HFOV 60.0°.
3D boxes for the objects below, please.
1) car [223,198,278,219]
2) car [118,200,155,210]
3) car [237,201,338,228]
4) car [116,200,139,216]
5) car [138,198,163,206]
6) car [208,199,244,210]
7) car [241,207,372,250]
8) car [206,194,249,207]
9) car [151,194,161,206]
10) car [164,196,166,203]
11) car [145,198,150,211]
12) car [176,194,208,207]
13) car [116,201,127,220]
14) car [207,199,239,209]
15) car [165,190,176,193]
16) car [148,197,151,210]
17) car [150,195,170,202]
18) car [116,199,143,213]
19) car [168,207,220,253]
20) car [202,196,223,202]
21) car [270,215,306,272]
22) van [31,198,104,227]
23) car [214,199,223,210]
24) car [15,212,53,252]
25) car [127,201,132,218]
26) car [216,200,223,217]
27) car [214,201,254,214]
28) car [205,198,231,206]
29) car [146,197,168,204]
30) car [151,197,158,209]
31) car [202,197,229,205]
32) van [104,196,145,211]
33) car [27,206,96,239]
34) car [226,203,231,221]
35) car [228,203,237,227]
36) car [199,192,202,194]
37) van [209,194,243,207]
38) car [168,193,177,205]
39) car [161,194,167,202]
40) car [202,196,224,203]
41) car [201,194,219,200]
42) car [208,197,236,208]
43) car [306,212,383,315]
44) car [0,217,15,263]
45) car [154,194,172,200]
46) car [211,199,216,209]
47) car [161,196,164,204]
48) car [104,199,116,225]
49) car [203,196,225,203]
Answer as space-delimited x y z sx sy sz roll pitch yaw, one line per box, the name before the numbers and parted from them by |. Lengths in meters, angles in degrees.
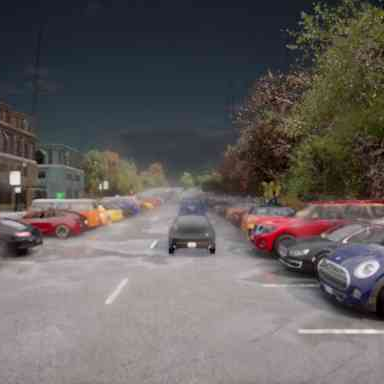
car | 5.009 1.591 26.377 4.553 1.767 2.185 0 0 0
car | -8.045 1.885 48.617 5.008 1.535 2.097 0 0 0
car | 5.008 1.521 18.024 4.553 1.767 2.185 0 -1 0
car | -8.045 1.761 31.918 5.008 1.535 2.097 0 0 0
car | -8.036 1.979 65.335 4.674 1.452 2.002 0 0 0
car | 5.226 1.903 51.440 5.366 1.575 1.946 0 0 0
car | 5.045 1.622 15.238 5.008 1.535 2.097 0 -1 0
car | 5.012 1.634 48.657 5.566 2.045 2.435 0 0 0
car | -8.011 1.654 51.402 5.566 2.045 2.435 0 0 0
car | -8.045 1.948 62.546 5.008 1.535 2.097 0 0 0
car | -8.033 1.826 40.268 4.892 1.521 2.231 0 0 0
car | 0.002 1.475 29.033 2.150 2.045 5.566 0 0 0
car | -8.225 1.713 26.351 5.366 1.575 1.946 0 0 0
car | 5.035 1.927 54.348 5.008 1.535 2.097 0 0 0
car | -8.010 1.215 90.402 5.566 2.045 2.435 0 2 0
car | -8.071 1.720 43.177 4.553 1.767 2.185 0 0 0
car | -8.068 1.670 84.846 4.792 1.488 2.163 0 1 0
car | -8.034 1.782 34.701 5.008 1.535 2.097 0 0 0
car | 0.004 1.642 14.330 1.837 1.490 4.892 0 0 0
car | 5.036 1.704 82.235 5.008 1.535 2.097 0 1 0
car | 5.047 1.574 9.667 4.892 1.521 2.231 0 -1 0
van | -8.157 1.445 20.849 4.442 1.987 1.878 0 0 0
car | 5.047 1.784 34.731 4.892 1.521 2.231 0 0 0
car | -8.037 1.637 12.434 4.674 1.452 2.002 0 -1 0
car | -8.037 1.779 29.134 4.674 1.452 2.002 0 0 0
car | 5.069 1.791 31.948 4.792 1.488 2.163 0 0 0
car | 5.043 1.865 40.301 4.674 1.452 2.002 0 0 0
car | 5.046 1.939 65.505 5.008 1.535 2.097 0 0 0
car | -8.068 1.849 76.478 4.792 1.488 2.163 0 1 0
car | -7.854 1.862 45.834 5.366 1.575 1.946 0 0 0
car | 4.855 1.918 68.294 5.366 1.575 1.946 0 1 0
van | -7.923 1.578 37.486 4.442 1.987 1.878 0 0 0
car | -8.069 1.676 18.001 4.792 1.488 2.163 0 -1 0
car | 5.043 1.734 23.591 4.674 1.452 2.002 0 0 0
car | 5.035 1.670 20.807 5.008 1.535 2.097 0 0 0
car | 5.227 1.462 90.474 5.366 1.575 1.946 0 2 0
van | 4.924 1.640 45.872 4.442 1.987 1.878 0 0 0
car | -3.499 1.768 71.109 2.097 1.767 4.553 0 0 0
car | -8.008 1.797 68.121 4.553 1.767 2.185 0 0 0
car | 5.036 1.765 79.446 5.008 1.535 2.097 0 1 0
car | 5.070 1.393 93.266 4.792 1.488 2.163 0 2 0
car | 5.072 1.816 57.135 4.553 1.767 2.185 0 0 0
car | 5.072 1.421 6.883 4.553 1.767 2.185 0 -1 0
car | -8.071 1.447 9.653 4.553 1.767 2.185 0 -1 0
car | -8.044 1.365 93.203 5.008 1.535 2.097 0 2 0
car | 5.046 1.804 37.516 5.008 1.535 2.097 0 0 0
car | -8.044 1.948 59.756 5.008 1.535 2.097 0 0 0
car | -8.071 1.568 23.569 4.553 1.767 2.185 0 0 0
car | 5.035 1.820 76.528 4.892 1.521 2.231 0 1 0
